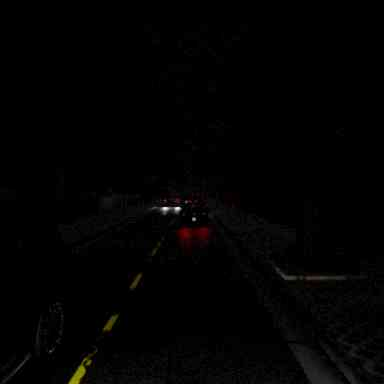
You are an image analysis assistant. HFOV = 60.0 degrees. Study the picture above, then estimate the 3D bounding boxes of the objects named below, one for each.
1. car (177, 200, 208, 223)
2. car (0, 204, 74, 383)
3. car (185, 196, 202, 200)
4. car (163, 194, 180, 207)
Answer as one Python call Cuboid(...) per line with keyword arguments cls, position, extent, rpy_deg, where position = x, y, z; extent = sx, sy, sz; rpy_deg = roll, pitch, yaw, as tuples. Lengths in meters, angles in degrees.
Cuboid(cls="car", position=(0.127, 1.459, 23.728), extent=(1.895, 1.301, 4.718), rpy_deg=(0, 0, 0))
Cuboid(cls="car", position=(-2.846, 1.200, 2.806), extent=(2.150, 2.045, 5.566), rpy_deg=(0, 1, 0))
Cuboid(cls="car", position=(0.144, 1.279, 42.220), extent=(1.837, 1.490, 4.892), rpy_deg=(0, 0, 0))
Cuboid(cls="car", position=(-2.785, 1.104, 45.527), extent=(2.097, 1.767, 4.553), rpy_deg=(0, 1, 0))
